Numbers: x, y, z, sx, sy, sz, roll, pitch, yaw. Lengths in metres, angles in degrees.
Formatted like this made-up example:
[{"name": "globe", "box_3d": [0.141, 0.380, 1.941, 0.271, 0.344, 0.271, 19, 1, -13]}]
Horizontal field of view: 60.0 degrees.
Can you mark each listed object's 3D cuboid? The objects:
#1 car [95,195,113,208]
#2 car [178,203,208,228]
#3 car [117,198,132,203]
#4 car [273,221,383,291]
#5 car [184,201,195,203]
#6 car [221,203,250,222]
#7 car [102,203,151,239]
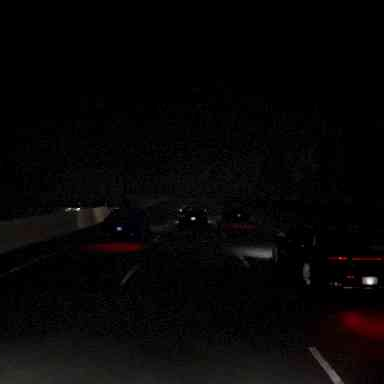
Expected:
[{"name": "car", "box_3d": [-14.853, 1.527, 56.038, 2.150, 2.045, 5.566, 0, 0, -1]}, {"name": "car", "box_3d": [0.072, 1.693, 23.376, 1.994, 1.385, 4.181, 0, 0, 0]}, {"name": "car", "box_3d": [-11.352, 1.782, 55.760, 1.882, 1.535, 5.008, 0, 0, -1]}, {"name": "car", "box_3d": [3.596, 1.556, 9.152, 1.837, 1.490, 4.892, 0, 0, 0]}, {"name": "car", "box_3d": [-0.335, 1.829, 41.500, 1.895, 1.301, 4.718, 0, 0, -2]}, {"name": "car", "box_3d": [3.523, 1.631, 27.700, 1.882, 1.535, 5.008, 0, 0, -1]}, {"name": "car", "box_3d": [-3.406, 1.577, 18.029, 1.882, 1.535, 5.008, 0, 0, 0]}]
